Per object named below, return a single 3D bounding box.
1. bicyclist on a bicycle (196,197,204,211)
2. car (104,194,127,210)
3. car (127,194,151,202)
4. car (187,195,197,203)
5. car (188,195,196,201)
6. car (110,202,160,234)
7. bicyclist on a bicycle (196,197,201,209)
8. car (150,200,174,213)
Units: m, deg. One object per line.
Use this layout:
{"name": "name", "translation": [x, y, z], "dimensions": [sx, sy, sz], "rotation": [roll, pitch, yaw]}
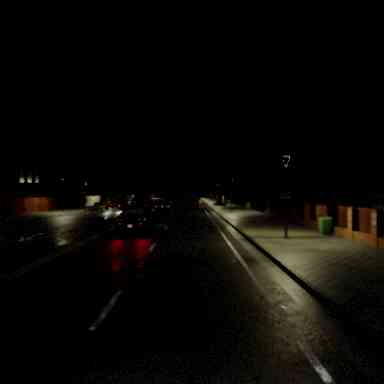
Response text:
{"name": "bicyclist on a bicycle", "translation": [0.894, 1.481, 37.592], "dimensions": [0.866, 1.612, 1.509], "rotation": [0, 0, 0]}
{"name": "car", "translation": [-9.818, 1.279, 43.414], "dimensions": [2.150, 2.045, 5.566], "rotation": [0, 0, 0]}
{"name": "car", "translation": [-6.571, 1.279, 43.397], "dimensions": [2.150, 2.045, 5.566], "rotation": [0, 0, 0]}
{"name": "car", "translation": [0.016, 1.655, 70.441], "dimensions": [1.994, 1.385, 4.181], "rotation": [0, 0, 0]}
{"name": "car", "translation": [0.015, 1.597, 85.907], "dimensions": [2.033, 1.411, 5.357], "rotation": [0, 0, 0]}
{"name": "car", "translation": [-3.147, 1.538, 19.195], "dimensions": [1.812, 1.442, 4.674], "rotation": [0, 0, 0]}
{"name": "bicyclist on a bicycle", "translation": [0.899, 1.513, 46.387], "dimensions": [0.582, 1.620, 1.656], "rotation": [0, -1, 0]}
{"name": "car", "translation": [-3.144, 1.592, 37.780], "dimensions": [2.033, 1.411, 5.357], "rotation": [0, 0, 0]}
